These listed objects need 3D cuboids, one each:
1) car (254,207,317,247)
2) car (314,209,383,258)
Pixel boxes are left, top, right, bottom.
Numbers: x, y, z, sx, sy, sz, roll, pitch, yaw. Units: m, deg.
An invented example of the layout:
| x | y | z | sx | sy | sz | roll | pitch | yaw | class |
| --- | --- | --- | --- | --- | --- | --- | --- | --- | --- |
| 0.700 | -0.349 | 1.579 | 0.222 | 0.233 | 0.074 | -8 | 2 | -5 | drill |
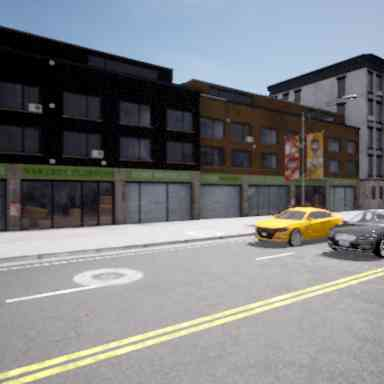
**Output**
| x | y | z | sx | sy | sz | roll | pitch | yaw | class |
| --- | --- | --- | --- | --- | --- | --- | --- | --- | --- |
| 5.029 | 1.471 | 15.258 | 5.008 | 1.535 | 1.882 | 0 | 0 | -35 | car |
| 7.203 | 1.485 | 12.817 | 4.902 | 1.511 | 2.128 | 0 | 0 | -36 | car |
